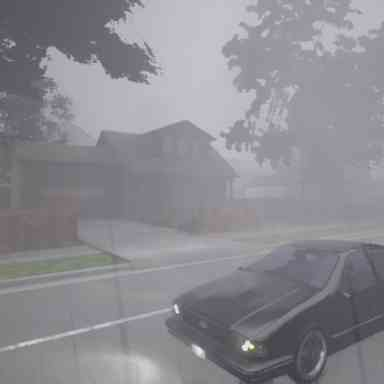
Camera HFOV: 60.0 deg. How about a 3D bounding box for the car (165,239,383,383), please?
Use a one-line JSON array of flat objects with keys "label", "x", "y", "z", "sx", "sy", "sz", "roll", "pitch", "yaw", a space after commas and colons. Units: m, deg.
[{"label": "car", "x": 2.248, "y": 1.551, "z": 5.590, "sx": 5.357, "sy": 1.411, "sz": 2.033, "roll": 0, "pitch": 0, "yaw": -35}]
